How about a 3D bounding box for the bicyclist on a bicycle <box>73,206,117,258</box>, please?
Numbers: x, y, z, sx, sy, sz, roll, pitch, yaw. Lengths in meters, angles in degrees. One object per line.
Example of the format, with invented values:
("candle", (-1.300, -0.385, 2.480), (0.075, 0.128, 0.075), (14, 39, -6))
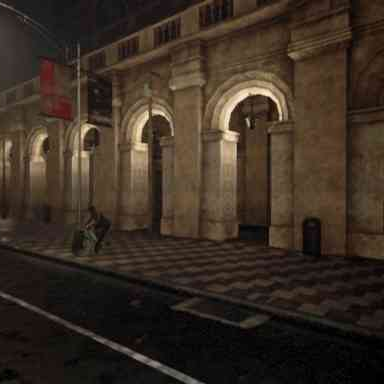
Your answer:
("bicyclist on a bicycle", (-3.101, 1.264, 10.750), (0.582, 1.620, 1.656), (0, 0, 39))
